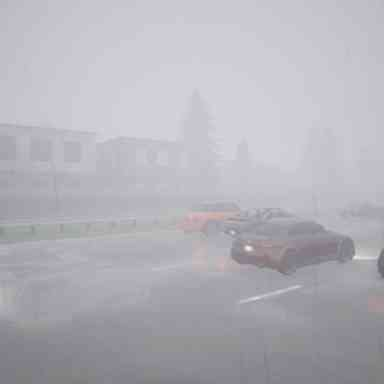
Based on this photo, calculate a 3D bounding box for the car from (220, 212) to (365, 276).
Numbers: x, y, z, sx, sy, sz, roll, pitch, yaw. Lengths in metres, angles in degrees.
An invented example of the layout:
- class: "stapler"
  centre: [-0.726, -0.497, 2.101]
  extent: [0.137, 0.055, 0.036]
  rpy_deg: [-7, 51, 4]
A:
- class: "car"
  centre: [3.215, 1.524, 10.375]
  extent: [4.181, 1.385, 1.994]
  rpy_deg: [0, 0, -35]

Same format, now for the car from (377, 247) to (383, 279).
- class: "car"
  centre: [6.580, 1.516, 8.465]
  extent: [4.181, 1.385, 1.994]
  rpy_deg: [0, 0, -35]

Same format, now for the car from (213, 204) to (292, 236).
- class: "car"
  centre: [3.648, 1.437, 14.963]
  extent: [4.902, 1.511, 2.128]
  rpy_deg: [0, 0, -35]

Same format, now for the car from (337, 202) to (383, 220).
- class: "car"
  centre: [13.682, 1.476, 26.408]
  extent: [4.718, 1.301, 1.895]
  rpy_deg: [0, 0, -35]

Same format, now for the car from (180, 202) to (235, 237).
- class: "car"
  centre: [1.678, 1.298, 17.857]
  extent: [4.553, 1.767, 2.097]
  rpy_deg: [0, 0, -35]
